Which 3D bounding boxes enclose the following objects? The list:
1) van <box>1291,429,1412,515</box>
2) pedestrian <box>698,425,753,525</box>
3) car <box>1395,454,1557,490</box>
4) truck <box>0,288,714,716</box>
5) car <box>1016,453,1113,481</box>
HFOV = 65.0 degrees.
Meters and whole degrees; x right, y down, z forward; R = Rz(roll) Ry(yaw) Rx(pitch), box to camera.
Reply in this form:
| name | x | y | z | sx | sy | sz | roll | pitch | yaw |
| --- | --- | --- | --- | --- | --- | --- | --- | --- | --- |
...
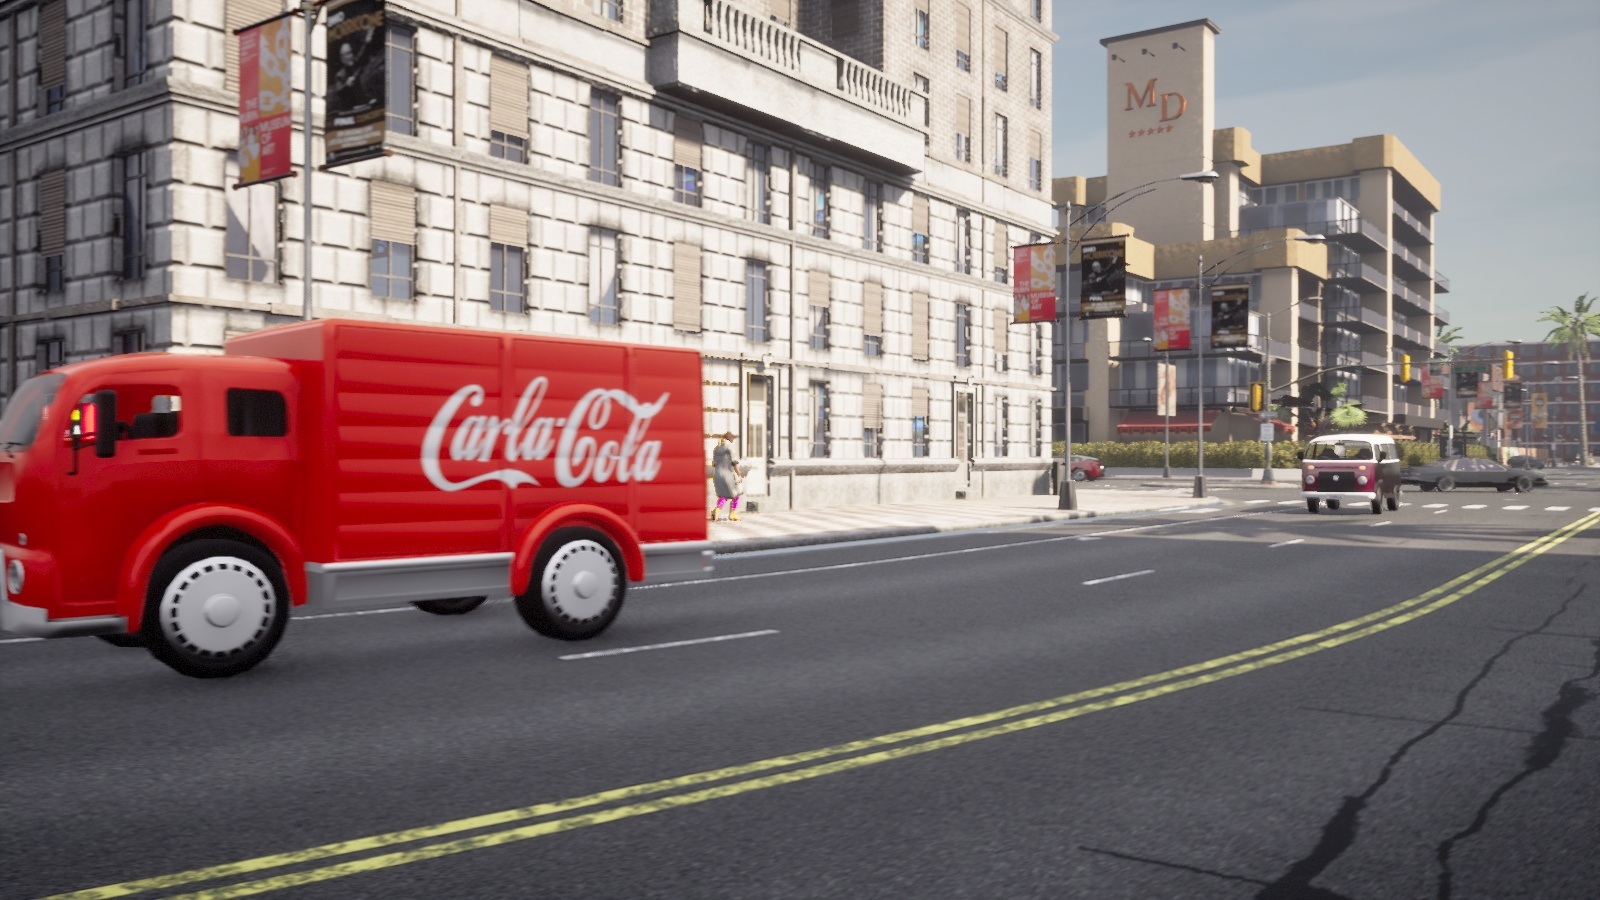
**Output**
| name | x | y | z | sx | sy | sz | roll | pitch | yaw |
| --- | --- | --- | --- | --- | --- | --- | --- | --- | --- |
| van | 14.297 | 0.535 | 32.419 | 2.069 | 2.038 | 4.480 | -1 | 0 | 34 |
| pedestrian | -1.482 | 0.487 | 25.004 | 0.659 | 1.952 | 0.873 | 0 | 0 | 43 |
| car | 27.061 | 0.883 | 50.402 | 5.357 | 1.411 | 2.033 | 0 | 0 | 3 |
| truck | -3.548 | 0.300 | 9.953 | 5.204 | 2.467 | 2.627 | 0 | 0 | -42 |
| car | 14.646 | 0.931 | 69.706 | 4.792 | 1.488 | 2.163 | 0 | 0 | 36 |
